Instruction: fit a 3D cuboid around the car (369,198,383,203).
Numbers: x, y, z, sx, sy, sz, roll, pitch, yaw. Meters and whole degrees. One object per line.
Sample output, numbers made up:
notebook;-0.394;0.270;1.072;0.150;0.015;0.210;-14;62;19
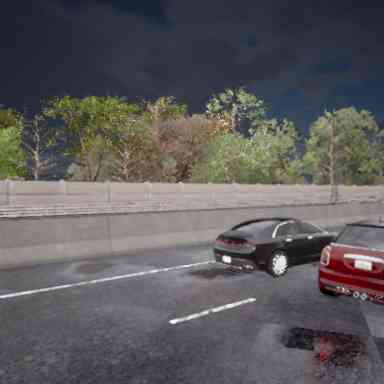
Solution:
car;26.762;1.568;45.765;4.181;1.385;1.994;0;0;-36

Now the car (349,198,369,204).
car;24.852;1.554;48.705;4.674;1.442;1.812;0;0;-36

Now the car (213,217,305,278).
car;2.864;1.528;10.269;4.892;1.490;1.837;0;0;-37

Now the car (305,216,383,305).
car;4.847;1.350;7.384;4.553;1.767;2.097;0;0;-37
